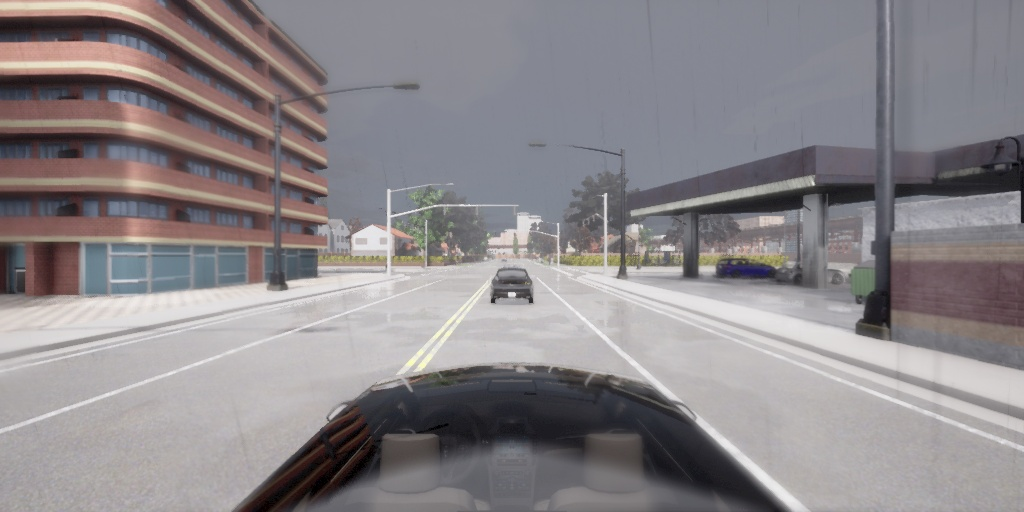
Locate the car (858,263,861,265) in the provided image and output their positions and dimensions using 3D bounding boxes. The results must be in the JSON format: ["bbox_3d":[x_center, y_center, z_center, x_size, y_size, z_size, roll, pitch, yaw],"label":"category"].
[{"bbox_3d":[45.254,1.234,43.786,5.008,1.535,1.882,0,0,1],"label":"car"}]

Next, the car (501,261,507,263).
[{"bbox_3d":[0.000,1.365,31.530,1.895,1.301,4.718,0,0,0],"label":"car"}]

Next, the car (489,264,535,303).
[{"bbox_3d":[0.000,1.264,16.500,1.837,1.490,4.892,0,0,0],"label":"car"}]
